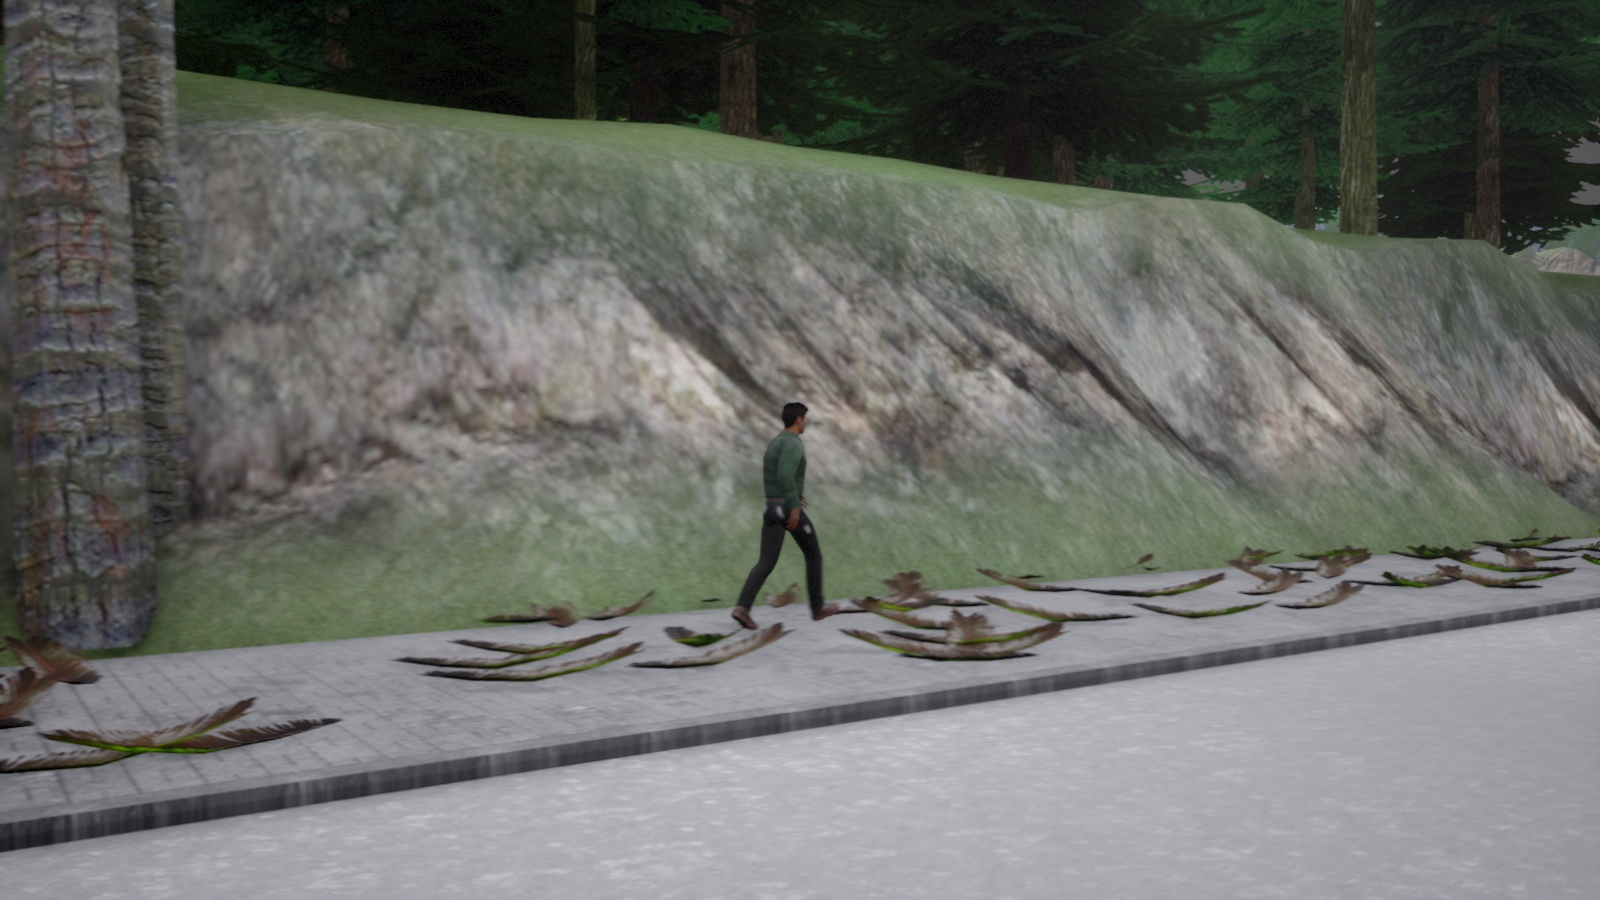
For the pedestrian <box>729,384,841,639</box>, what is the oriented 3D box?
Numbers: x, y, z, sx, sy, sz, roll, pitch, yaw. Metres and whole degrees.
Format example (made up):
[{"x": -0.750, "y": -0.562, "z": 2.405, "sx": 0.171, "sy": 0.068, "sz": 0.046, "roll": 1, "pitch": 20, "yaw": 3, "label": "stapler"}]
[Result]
[{"x": -0.120, "y": 0.470, "z": 9.999, "sx": 0.788, "sy": 1.949, "sz": 0.423, "roll": 0, "pitch": 0, "yaw": -36, "label": "pedestrian"}]
